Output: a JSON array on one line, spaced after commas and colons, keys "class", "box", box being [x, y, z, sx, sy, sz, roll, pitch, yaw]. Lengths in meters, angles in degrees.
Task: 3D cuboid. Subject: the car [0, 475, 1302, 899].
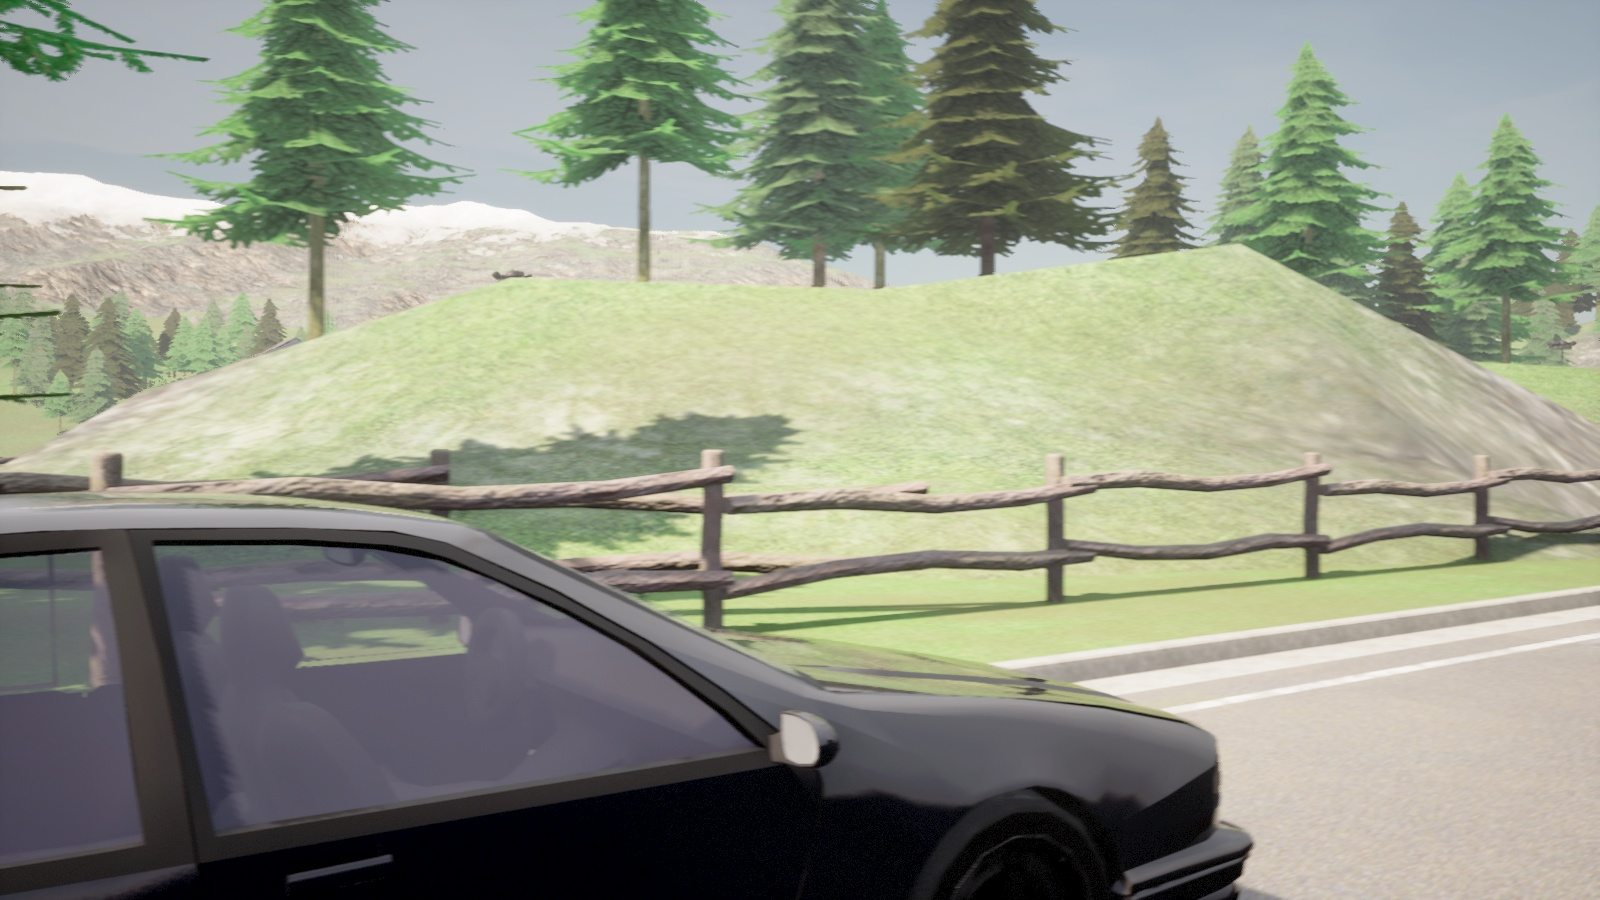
[{"class": "car", "box": [-1.442, 0.802, 2.655, 5.357, 1.411, 2.033, 0, 0, -35]}]
